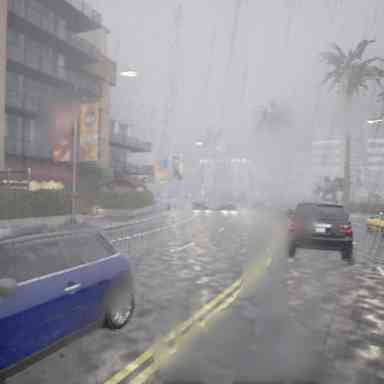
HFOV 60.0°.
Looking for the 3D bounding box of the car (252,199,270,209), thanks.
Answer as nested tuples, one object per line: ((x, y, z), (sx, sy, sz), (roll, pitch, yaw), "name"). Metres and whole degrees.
((11.088, 1.909, 52.185), (2.128, 1.511, 4.902), (1, 0, -15), "car")

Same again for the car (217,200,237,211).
((4.766, 1.812, 45.436), (1.994, 1.385, 4.181), (1, 0, -8), "car")

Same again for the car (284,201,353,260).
((5.100, 1.382, 13.543), (2.150, 2.045, 5.566), (1, 0, 19), "car")

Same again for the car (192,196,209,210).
((1.161, 1.672, 46.206), (1.837, 1.490, 4.892), (2, -1, -8), "car")

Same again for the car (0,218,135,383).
((-2.715, 1.301, 4.339), (2.097, 1.767, 4.553), (1, 0, 24), "car")

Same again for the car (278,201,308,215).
((12.688, 1.928, 41.942), (1.837, 1.490, 4.892), (1, 0, -6), "car")

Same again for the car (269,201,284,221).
((8.623, 1.785, 30.167), (2.128, 1.511, 4.902), (1, 0, 6), "car")

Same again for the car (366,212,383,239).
((11.501, 1.784, 19.059), (1.801, 1.575, 5.366), (1, 0, 14), "car")
